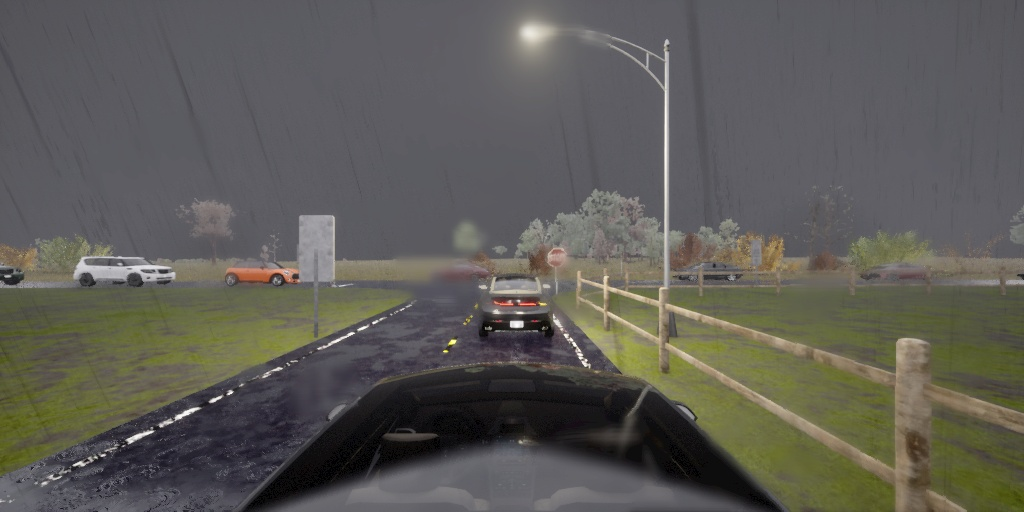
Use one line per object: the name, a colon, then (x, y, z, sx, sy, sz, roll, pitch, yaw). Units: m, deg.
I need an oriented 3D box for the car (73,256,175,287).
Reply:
car: (-26.840, 1.039, 24.924, 5.566, 2.045, 2.150, 0, 0, 1)

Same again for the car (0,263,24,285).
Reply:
car: (-37.903, 1.075, 25.038, 5.566, 2.045, 2.150, 0, 0, 1)

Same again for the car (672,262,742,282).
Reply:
car: (14.913, 1.212, 27.523, 4.892, 1.490, 1.837, 0, 0, 0)

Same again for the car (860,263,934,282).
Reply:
car: (29.320, 1.245, 27.400, 4.181, 1.385, 1.994, 0, 0, 1)

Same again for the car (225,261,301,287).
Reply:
car: (-16.989, 1.145, 24.839, 4.553, 1.767, 2.097, 0, 0, 1)

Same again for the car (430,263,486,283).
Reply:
car: (-3.981, 1.281, 27.682, 4.674, 1.442, 1.812, 0, 0, 0)

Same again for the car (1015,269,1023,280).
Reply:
car: (41.755, 1.270, 27.263, 4.718, 1.301, 1.895, 0, 0, 1)

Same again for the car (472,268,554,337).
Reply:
car: (0.105, 1.254, 10.304, 1.837, 1.490, 4.892, 0, 0, 0)
